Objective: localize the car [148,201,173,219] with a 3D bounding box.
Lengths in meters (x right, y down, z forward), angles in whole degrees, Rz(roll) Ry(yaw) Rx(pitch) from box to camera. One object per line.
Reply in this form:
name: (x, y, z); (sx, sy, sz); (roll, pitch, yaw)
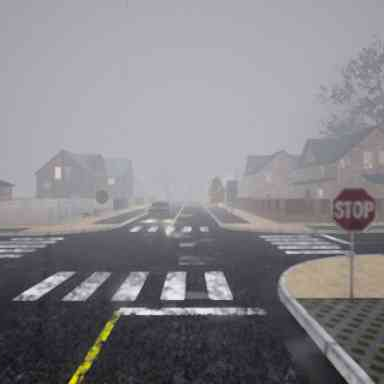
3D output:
car: (-2.752, 1.525, 29.426); (1.882, 1.535, 5.008); (0, 1, 0)
